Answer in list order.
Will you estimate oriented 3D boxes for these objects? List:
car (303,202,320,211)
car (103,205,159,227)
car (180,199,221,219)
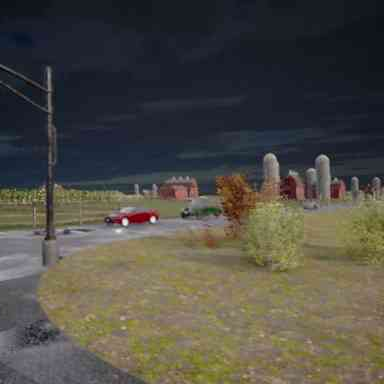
[{"bbox_3d":[18.770,2.230,53.034,2.033,1.411,5.357,-2,-2,36],"label":"car"},{"bbox_3d":[-4.788,1.856,26.599,1.882,1.535,5.008,-2,-2,36],"label":"car"},{"bbox_3d":[1.032,1.709,34.682,2.150,2.045,5.566,-2,-2,36],"label":"car"}]
